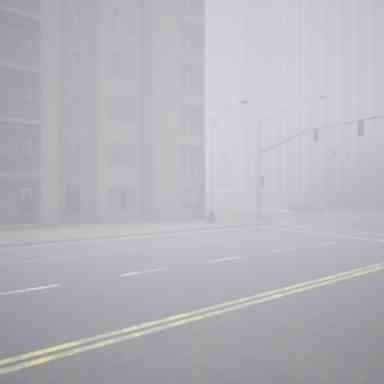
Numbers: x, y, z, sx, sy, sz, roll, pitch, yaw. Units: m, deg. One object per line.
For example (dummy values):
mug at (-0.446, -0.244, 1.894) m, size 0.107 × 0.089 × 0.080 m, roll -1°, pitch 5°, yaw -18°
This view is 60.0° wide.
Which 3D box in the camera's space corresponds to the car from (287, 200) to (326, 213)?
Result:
car at (12.491, 1.565, 36.592) m, size 1.994 × 1.385 × 4.181 m, roll 0°, pitch 0°, yaw -32°
